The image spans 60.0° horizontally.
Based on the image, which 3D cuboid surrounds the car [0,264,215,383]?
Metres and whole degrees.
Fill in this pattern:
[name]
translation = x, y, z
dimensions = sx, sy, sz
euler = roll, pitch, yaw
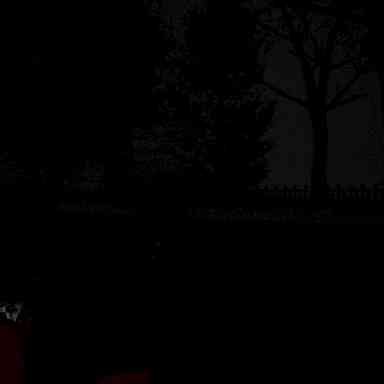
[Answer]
[car]
translation = -1.708, 1.581, 4.105
dimensions = 4.206, 1.307, 1.802
euler = 0, 0, 35
